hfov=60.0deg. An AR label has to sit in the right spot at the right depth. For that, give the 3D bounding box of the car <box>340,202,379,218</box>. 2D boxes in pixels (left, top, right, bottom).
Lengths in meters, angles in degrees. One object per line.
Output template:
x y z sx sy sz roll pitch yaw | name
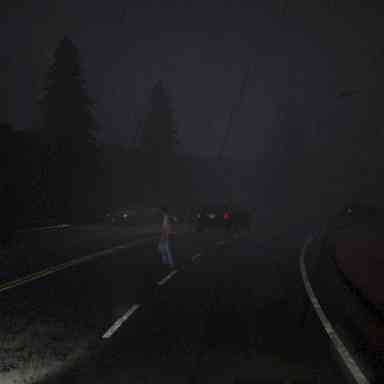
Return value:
15.137 1.563 29.981 4.181 1.385 1.994 0 0 -40 | car

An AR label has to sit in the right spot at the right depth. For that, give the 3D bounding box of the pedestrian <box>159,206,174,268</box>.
-0.762 1.294 9.823 0.375 1.860 0.375 0 0 15 | pedestrian

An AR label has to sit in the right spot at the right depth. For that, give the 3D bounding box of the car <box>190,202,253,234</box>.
2.015 1.352 19.572 2.097 1.767 4.553 0 0 27 | car

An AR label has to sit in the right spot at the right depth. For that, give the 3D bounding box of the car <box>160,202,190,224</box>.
0.219 1.491 23.834 2.128 1.511 4.902 0 0 33 | car

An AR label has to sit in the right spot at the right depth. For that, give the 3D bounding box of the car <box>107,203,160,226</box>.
-3.942 1.526 23.641 1.812 1.442 4.674 0 0 30 | car
